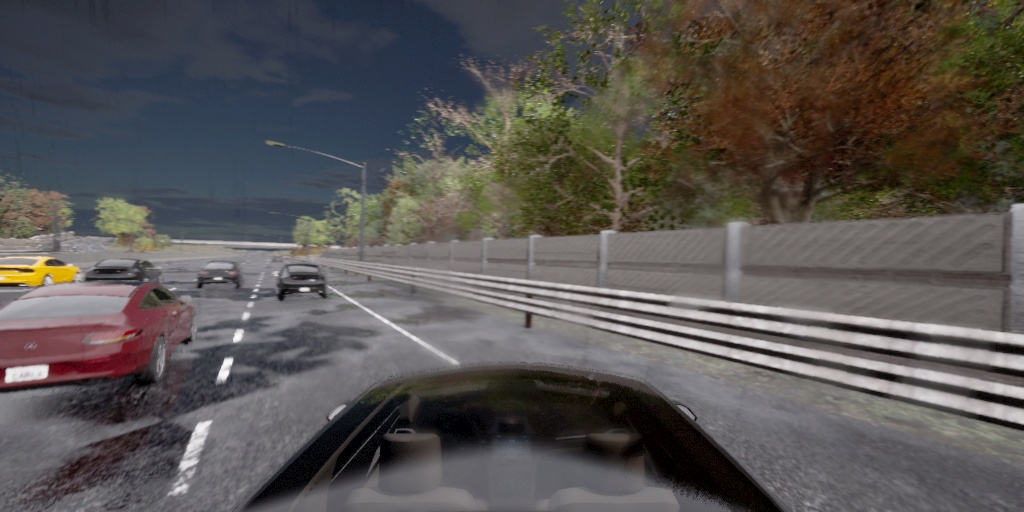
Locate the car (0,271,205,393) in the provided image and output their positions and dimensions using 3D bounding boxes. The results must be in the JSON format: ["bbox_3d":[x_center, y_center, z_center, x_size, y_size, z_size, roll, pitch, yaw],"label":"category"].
[{"bbox_3d":[-6.700,1.130,5.927,1.812,1.442,4.674,2,0,-34],"label":"car"}]

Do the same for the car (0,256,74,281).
[{"bbox_3d":[-22.393,0.750,16.762,1.882,1.535,5.008,2,0,-34],"label":"car"}]

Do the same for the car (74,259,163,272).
[{"bbox_3d":[-18.564,0.879,17.335,1.837,1.490,4.892,2,0,-34],"label":"car"}]

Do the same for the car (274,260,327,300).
[{"bbox_3d":[-9.808,1.096,16.658,1.837,1.490,4.892,2,0,-34],"label":"car"}]

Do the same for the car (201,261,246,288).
[{"bbox_3d":[-16.284,0.976,20.212,1.812,1.442,4.674,2,0,-34],"label":"car"}]
